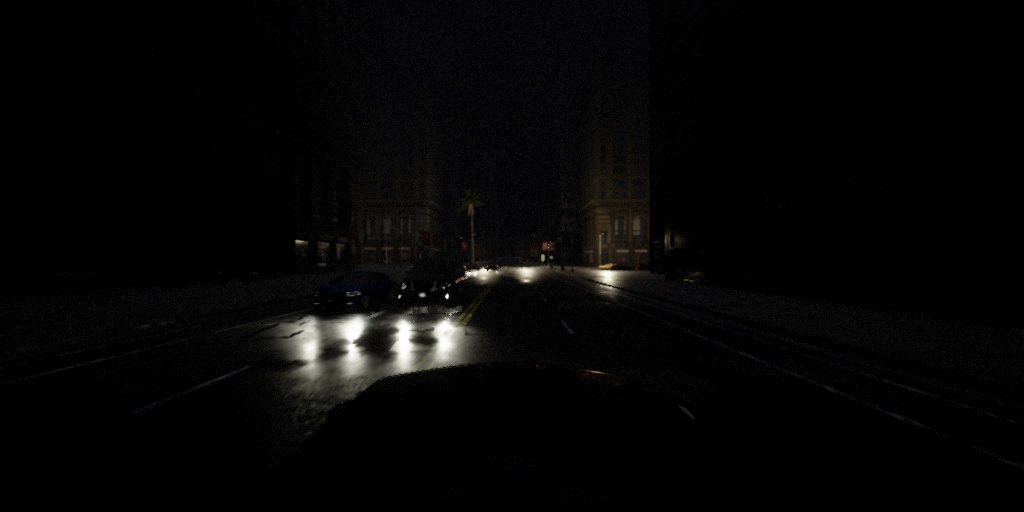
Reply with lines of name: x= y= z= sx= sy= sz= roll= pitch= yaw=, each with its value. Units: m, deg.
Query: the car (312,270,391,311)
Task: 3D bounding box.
car: x=-6.599 y=1.374 z=15.527 sx=1.882 sy=1.535 sz=5.008 roll=0 pitch=-1 yaw=0

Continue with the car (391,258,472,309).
car: x=-3.349 y=1.124 z=16.164 sx=2.150 sy=2.045 sz=5.566 roll=0 pitch=-1 yaw=0

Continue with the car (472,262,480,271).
car: x=-6.491 y=1.836 z=60.773 sx=2.128 sy=1.511 sz=4.902 roll=0 pitch=0 yaw=0

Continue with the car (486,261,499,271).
car: x=-3.241 y=1.671 z=60.804 sx=2.097 sy=1.767 sz=4.553 roll=0 pitch=0 yaw=0
